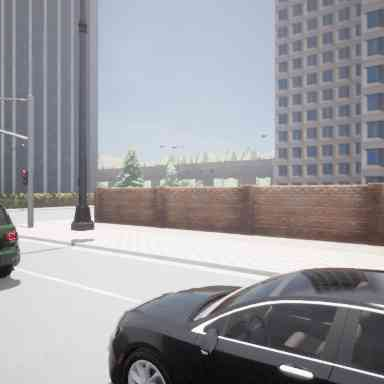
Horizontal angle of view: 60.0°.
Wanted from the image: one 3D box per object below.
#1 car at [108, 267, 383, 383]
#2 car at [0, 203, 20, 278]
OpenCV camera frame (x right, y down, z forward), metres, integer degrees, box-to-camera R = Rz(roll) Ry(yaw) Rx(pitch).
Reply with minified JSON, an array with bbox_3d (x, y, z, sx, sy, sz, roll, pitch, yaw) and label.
[{"bbox_3d":[1.290,1.505,3.073,4.892,1.490,1.837,0,0,36],"label":"car"},{"bbox_3d":[-6.786,1.221,8.819,5.566,2.045,2.150,0,0,35],"label":"car"}]
